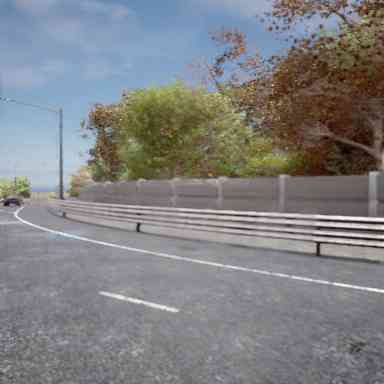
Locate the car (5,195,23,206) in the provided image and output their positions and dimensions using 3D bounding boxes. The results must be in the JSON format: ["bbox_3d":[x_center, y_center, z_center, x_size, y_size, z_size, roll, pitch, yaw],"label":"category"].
[{"bbox_3d":[-26.000,1.265,48.615,1.837,1.490,4.892,0,-1,-22],"label":"car"}]
